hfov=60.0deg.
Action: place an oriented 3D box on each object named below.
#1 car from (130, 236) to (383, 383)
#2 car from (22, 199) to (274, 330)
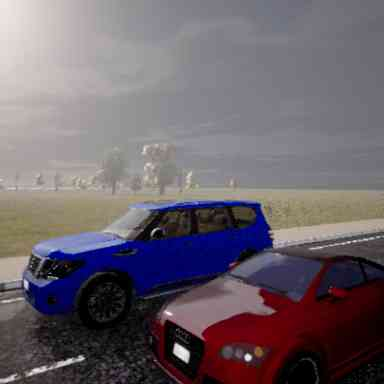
[{"bbox_3d":[1.506,1.546,4.761,4.181,1.385,1.994,0,0,-36],"label":"car"},{"bbox_3d":[-0.571,1.204,7.271,5.566,2.045,2.150,0,0,-36],"label":"car"}]
